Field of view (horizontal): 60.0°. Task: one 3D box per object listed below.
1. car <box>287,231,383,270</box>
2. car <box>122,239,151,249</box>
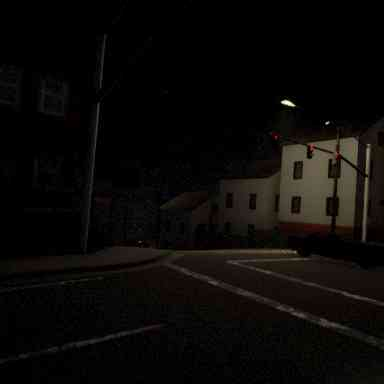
[{"bbox_3d":[6.695,2.464,14.783,1.895,1.301,4.718,7,-3,-34],"label":"car"},{"bbox_3d":[-5.691,5.198,32.063,1.994,1.385,4.181,6,-16,-36],"label":"car"}]
